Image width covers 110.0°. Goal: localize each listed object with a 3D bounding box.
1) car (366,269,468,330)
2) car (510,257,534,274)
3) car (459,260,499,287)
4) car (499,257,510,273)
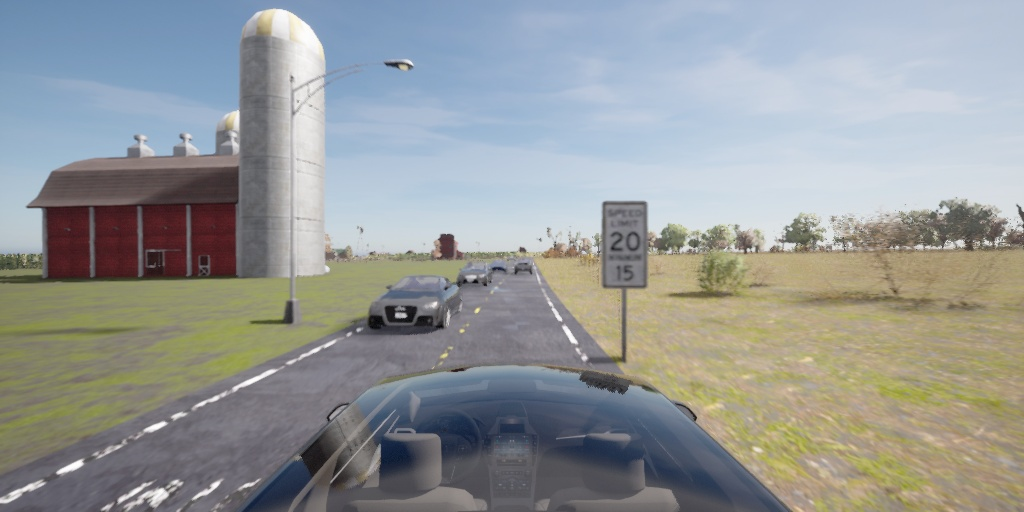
[{"bbox_3d":[-2.710,1.269,10.842,1.994,1.385,4.181,0,0,1],"label":"car"},{"bbox_3d":[1.206,1.065,37.379,2.128,1.511,4.902,0,0,3],"label":"car"},{"bbox_3d":[-2.309,1.135,23.404,2.128,1.511,4.902,0,0,3],"label":"car"},{"bbox_3d":[-1.428,1.101,39.999,2.033,1.411,5.357,1,0,3],"label":"car"}]
